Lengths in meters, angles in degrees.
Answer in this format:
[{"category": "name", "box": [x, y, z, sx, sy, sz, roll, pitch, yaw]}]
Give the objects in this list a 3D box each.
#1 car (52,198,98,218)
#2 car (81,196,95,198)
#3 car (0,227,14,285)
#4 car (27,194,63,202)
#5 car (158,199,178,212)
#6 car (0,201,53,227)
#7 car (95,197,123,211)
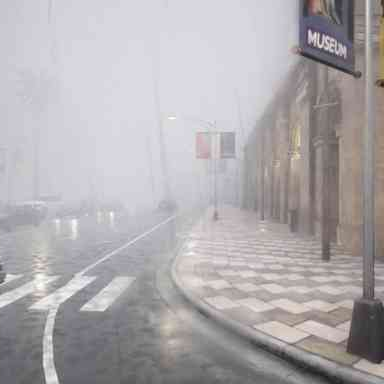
[{"category": "car", "box": [-10.482, 1.526, 30.218, 1.812, 1.442, 4.674, 0, 0, 5]}, {"category": "car", "box": [-13.089, 1.352, 41.519, 2.097, 1.767, 4.553, 0, 0, 5]}, {"category": "car", "box": [-5.150, 1.546, 4.898, 2.033, 1.411, 5.357, 0, 0, 4]}, {"category": "car", "box": [-13.919, 1.221, 31.227, 2.150, 2.045, 5.566, 0, 0, 4]}, {"category": "car", "box": [-2.711, 1.503, 38.588, 2.128, 1.511, 4.902, 0, 0, 5]}, {"category": "car", "box": [-11.173, 1.547, 20.815, 2.033, 1.411, 5.357, 0, 0, 4]}, {"category": "car", "box": [-9.692, 1.526, 40.076, 1.812, 1.442, 4.674, 0, 0, 5]}]
